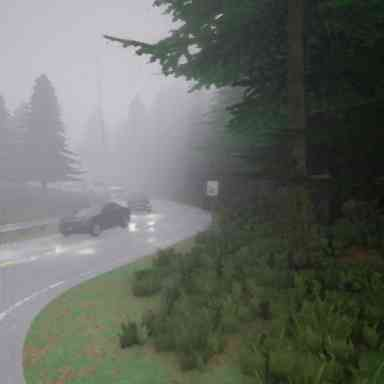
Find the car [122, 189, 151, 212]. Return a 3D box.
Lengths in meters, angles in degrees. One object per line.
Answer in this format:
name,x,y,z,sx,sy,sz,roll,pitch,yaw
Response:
car,-4.639,0.820,28.255,1.837,1.490,4.892,-1,4,-15

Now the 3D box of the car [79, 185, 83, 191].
car,-13.492,-0.602,45.404,4.892,1.490,1.837,6,4,42

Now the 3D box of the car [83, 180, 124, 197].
car,-9.633,-0.295,37.583,5.566,2.045,2.150,6,5,44

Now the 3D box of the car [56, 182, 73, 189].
car,-20.314,-1.662,52.972,2.150,2.045,5.566,0,5,-26

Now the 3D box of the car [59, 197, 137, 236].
car,-5.140,1.361,18.159,1.882,1.535,5.008,-1,2,16
